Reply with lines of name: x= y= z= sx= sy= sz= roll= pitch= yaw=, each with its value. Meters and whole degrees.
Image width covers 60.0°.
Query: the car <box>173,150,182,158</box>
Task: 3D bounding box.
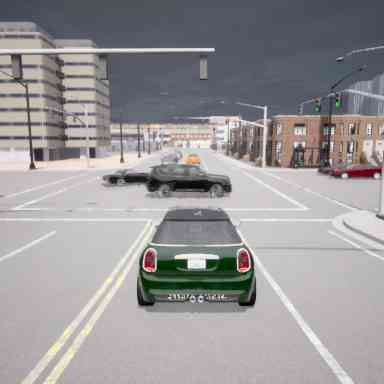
car: x=-3.340 y=-8.936 z=77.527 sx=2.097 sy=1.767 sz=4.553 roll=0 pitch=8 yaw=0

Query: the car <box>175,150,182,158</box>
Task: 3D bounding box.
car: x=-3.372 y=-7.263 z=67.478 sx=1.812 sy=1.442 sz=4.674 roll=0 pitch=8 yaw=1

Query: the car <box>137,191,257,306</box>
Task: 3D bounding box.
car: x=0.091 y=1.075 z=7.648 sx=2.097 sy=1.767 sz=4.553 roll=0 pitch=4 yaw=0

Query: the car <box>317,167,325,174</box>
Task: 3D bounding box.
car: x=16.394 y=-2.512 z=35.747 sx=5.357 sy=1.411 sz=2.033 roll=0 pitch=8 yaw=0

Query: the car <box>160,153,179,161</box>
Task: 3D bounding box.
car: x=-3.512 y=-4.517 z=48.846 sx=2.128 sy=1.511 sz=4.902 roll=0 pitch=8 yaw=1

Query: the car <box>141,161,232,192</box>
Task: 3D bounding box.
car: x=-0.202 y=-0.744 z=21.736 sx=5.566 sy=2.045 sz=2.150 roll=0 pitch=8 yaw=0

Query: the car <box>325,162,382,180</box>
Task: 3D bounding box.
car: x=16.048 y=-2.063 z=32.269 sx=5.008 sy=1.535 sz=1.882 roll=0 pitch=8 yaw=0

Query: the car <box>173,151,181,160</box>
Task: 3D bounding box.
car: x=-3.460 y=-5.924 z=58.183 sx=1.882 sy=1.535 sz=5.008 roll=0 pitch=9 yaw=0

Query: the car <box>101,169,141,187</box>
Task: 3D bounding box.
car: x=-5.063 y=-1.295 z=28.010 sx=4.718 sy=1.301 sz=1.895 roll=-6 pitch=10 yaw=-34

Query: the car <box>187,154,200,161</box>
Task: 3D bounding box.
car: x=0.205 y=-5.542 z=54.763 sx=2.097 sy=1.767 sz=4.553 roll=0 pitch=8 yaw=0
